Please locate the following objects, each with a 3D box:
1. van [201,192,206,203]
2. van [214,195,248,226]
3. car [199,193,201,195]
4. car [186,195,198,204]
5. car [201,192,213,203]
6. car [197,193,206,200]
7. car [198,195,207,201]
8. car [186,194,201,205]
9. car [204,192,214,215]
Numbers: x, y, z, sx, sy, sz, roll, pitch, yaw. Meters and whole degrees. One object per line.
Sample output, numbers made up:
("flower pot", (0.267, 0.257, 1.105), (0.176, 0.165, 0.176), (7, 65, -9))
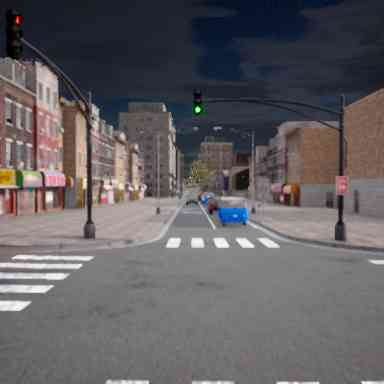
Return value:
("van", (2.587, 1.179, 48.424), (1.690, 1.788, 3.998), (-1, 0, 0))
("van", (2.605, 1.230, 21.971), (1.690, 1.788, 3.998), (-1, 0, 0))
("car", (2.945, 1.072, 60.520), (2.150, 2.045, 5.566), (0, 0, 0))
("car", (-0.037, 1.338, 62.335), (2.128, 1.511, 4.902), (0, 0, 0))
("car", (2.941, 1.083, 67.523), (2.150, 2.045, 5.566), (0, 0, 0))
("car", (2.556, 1.257, 90.747), (2.192, 1.841, 5.009), (-2, 0, 0))
("car", (2.570, 1.438, 80.166), (1.887, 1.381, 4.507), (-2, 0, 0))
("car", (0.026, 1.439, 53.064), (1.895, 1.301, 4.718), (0, 0, 0))
("car", (2.597, 1.172, 32.553), (2.192, 1.841, 5.009), (-1, 0, 0))
